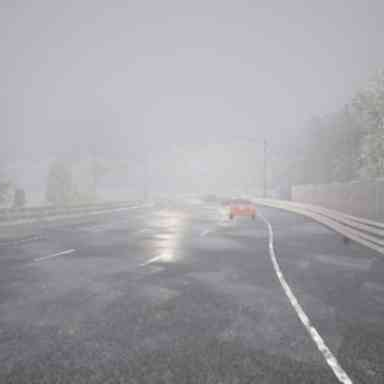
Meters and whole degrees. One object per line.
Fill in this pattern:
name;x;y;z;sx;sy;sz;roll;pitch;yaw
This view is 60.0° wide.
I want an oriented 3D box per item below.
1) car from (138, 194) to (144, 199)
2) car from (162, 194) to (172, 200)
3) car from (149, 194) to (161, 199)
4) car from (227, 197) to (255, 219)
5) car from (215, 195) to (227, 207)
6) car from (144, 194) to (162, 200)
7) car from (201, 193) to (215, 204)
car;-13.832;1.202;93.535;2.033;1.411;5.357;1;0;-28
car;-6.785;1.191;86.785;2.097;1.767;4.553;1;0;-24
car;-10.522;1.189;94.762;1.812;1.442;4.674;1;0;-28
car;4.455;1.374;29.828;2.097;1.767;4.553;1;0;7
car;5.162;1.519;51.061;1.837;1.490;4.892;1;0;-4
car;-9.999;1.349;85.383;1.994;1.385;4.181;1;0;-24
car;3.246;1.200;65.640;2.150;2.045;5.566;1;0;-11
